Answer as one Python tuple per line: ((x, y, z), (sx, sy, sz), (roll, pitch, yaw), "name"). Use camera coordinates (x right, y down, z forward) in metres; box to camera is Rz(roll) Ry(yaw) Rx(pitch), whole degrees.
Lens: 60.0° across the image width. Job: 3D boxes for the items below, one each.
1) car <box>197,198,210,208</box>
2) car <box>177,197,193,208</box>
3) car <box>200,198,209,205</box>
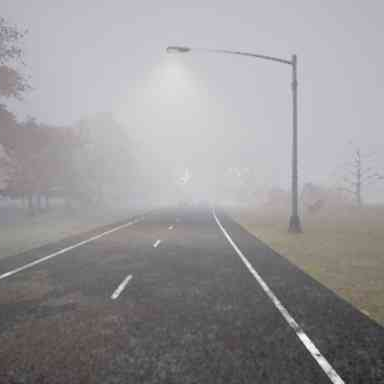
((1.981, 2.117, 59.969), (1.895, 1.301, 4.718), (0, 0, 4), "car")
((-1.570, 2.000, 59.316), (2.128, 1.511, 4.902), (0, 0, 4), "car")
((2.688, 1.976, 69.891), (1.812, 1.442, 4.674), (0, 0, 5), "car")
